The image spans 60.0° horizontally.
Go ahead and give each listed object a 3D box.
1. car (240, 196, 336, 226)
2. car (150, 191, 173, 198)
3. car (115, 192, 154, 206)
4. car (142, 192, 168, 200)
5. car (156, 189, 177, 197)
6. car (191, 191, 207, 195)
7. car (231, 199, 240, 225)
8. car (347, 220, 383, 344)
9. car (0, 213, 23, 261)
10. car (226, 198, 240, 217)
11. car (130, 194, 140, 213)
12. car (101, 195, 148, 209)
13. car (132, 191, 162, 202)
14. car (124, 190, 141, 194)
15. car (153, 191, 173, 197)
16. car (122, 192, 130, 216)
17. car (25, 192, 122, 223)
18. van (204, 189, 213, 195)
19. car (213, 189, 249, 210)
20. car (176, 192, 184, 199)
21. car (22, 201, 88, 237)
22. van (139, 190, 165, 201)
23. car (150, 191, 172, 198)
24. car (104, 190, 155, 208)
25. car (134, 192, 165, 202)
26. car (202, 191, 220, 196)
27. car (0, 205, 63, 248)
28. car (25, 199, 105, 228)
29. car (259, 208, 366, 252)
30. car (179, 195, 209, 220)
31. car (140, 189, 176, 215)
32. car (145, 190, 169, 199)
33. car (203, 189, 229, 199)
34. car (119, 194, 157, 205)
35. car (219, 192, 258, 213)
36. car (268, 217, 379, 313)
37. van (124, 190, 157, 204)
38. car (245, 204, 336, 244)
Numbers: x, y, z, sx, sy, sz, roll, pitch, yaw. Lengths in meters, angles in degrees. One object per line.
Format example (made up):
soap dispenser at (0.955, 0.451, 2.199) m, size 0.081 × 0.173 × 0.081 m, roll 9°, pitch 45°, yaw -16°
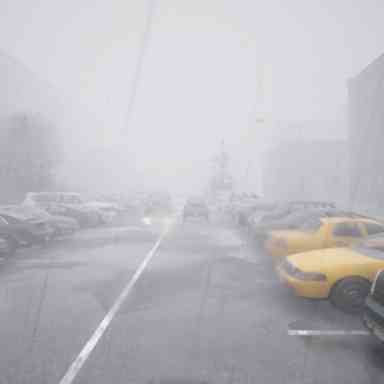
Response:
car at (4.815, 1.220, 15.705) m, size 4.553 × 1.767 × 2.185 m, roll 0°, pitch 1°, yaw 0°
car at (-7.271, 0.571, 79.025) m, size 5.366 × 1.575 × 1.946 m, roll 0°, pitch 1°, yaw 0°
car at (-7.319, 0.879, 42.708) m, size 4.553 × 1.767 × 2.185 m, roll 0°, pitch 1°, yaw 0°
car at (-7.181, 0.741, 65.057) m, size 4.892 × 1.521 × 2.231 m, roll 0°, pitch 1°, yaw 0°
car at (-6.975, 0.191, 90.194) m, size 5.566 × 2.045 × 2.435 m, roll 0°, pitch 1°, yaw 0°
car at (0.391, 1.043, 41.505) m, size 2.128 × 1.511 × 4.902 m, roll 0°, pitch 1°, yaw 0°
car at (4.834, 1.340, 18.644) m, size 4.792 × 1.488 × 2.163 m, roll 0°, pitch 1°, yaw 0°
car at (4.667, 1.355, 3.949) m, size 4.553 × 1.767 × 2.185 m, roll 0°, pitch 1°, yaw 0°
car at (-7.597, 1.442, 9.189) m, size 4.674 × 1.452 × 2.002 m, roll 0°, pitch 1°, yaw 0°
car at (4.823, 1.316, 21.584) m, size 4.674 × 1.452 × 2.002 m, roll 0°, pitch 1°, yaw 0°
car at (-7.401, 1.167, 31.534) m, size 4.792 × 1.488 × 2.163 m, roll 0°, pitch 1°, yaw 0°
car at (-7.420, 1.101, 37.124) m, size 4.792 × 1.488 × 2.163 m, roll 0°, pitch 1°, yaw 0°
car at (-7.299, 0.747, 53.881) m, size 4.553 × 1.767 × 2.185 m, roll 0°, pitch 1°, yaw 0°
car at (-7.442, 0.979, 34.329) m, size 4.553 × 1.767 × 2.185 m, roll 0°, pitch 1°, yaw 0°
car at (-7.094, 0.571, 81.817) m, size 4.792 × 1.488 × 2.163 m, roll 0°, pitch 1°, yaw 0°
car at (-7.504, 1.079, 25.823) m, size 4.553 × 1.767 × 2.185 m, roll 0°, pitch 1°, yaw 0°
car at (-7.484, 1.019, 20.360) m, size 5.566 × 2.045 × 2.435 m, roll 0°, pitch 1°, yaw 0°
van at (5.303, 0.466, 70.829) m, size 4.442 × 1.987 × 1.878 m, roll 0°, pitch 1°, yaw 0°
car at (4.919, 0.920, 30.393) m, size 5.566 × 2.045 × 2.435 m, roll 0°, pitch 1°, yaw 0°
car at (-2.500, 0.696, 70.141) m, size 1.812 × 1.442 × 4.674 m, roll 0°, pitch 1°, yaw 0°
car at (-7.560, 1.337, 14.776) m, size 4.892 × 1.521 × 2.231 m, roll 0°, pitch 1°, yaw 0°
van at (-7.111, 0.581, 59.466) m, size 4.442 × 1.987 × 1.878 m, roll 0°, pitch 1°, yaw 0°
car at (-7.134, 0.637, 76.230) m, size 4.792 × 1.488 × 2.163 m, roll 0°, pitch 1°, yaw 0°
car at (-7.398, 0.787, 39.912) m, size 5.566 × 2.045 × 2.435 m, roll 0°, pitch 1°, yaw 0°
car at (-7.244, 0.841, 56.551) m, size 5.008 × 1.535 × 2.097 m, roll 0°, pitch 1°, yaw 0°
car at (5.354, 0.432, 93.160) m, size 5.008 × 1.535 × 2.097 m, roll 0°, pitch 0°, yaw 0°
car at (-7.569, 1.372, 11.858) m, size 4.892 × 1.521 × 2.231 m, roll 0°, pitch 1°, yaw 0°
car at (-7.528, 1.303, 17.568) m, size 5.008 × 1.535 × 2.097 m, roll 0°, pitch 1°, yaw 0°
car at (4.925, 1.412, 9.830) m, size 5.366 × 1.575 × 1.946 m, roll 0°, pitch 1°, yaw 0°
car at (0.271, 1.239, 24.904) m, size 2.128 × 1.511 × 4.902 m, roll 0°, pitch 1°, yaw 0°
car at (-2.893, 0.908, 29.665) m, size 2.150 × 2.045 × 5.566 m, roll 0°, pitch 1°, yaw 0°
car at (-7.134, 0.581, 67.846) m, size 4.553 × 1.767 × 2.185 m, roll 0°, pitch 1°, yaw 0°
car at (5.235, 0.408, 73.621) m, size 5.566 × 2.045 × 2.435 m, roll 0°, pitch 1°, yaw 0°
car at (-7.358, 1.001, 45.501) m, size 4.792 × 1.488 × 2.163 m, roll 0°, pitch 1°, yaw 0°
car at (4.839, 1.079, 27.582) m, size 4.553 × 1.767 × 2.185 m, roll 0°, pitch 1°, yaw 0°
car at (4.534, 1.447, 6.893) m, size 5.366 × 1.575 × 1.946 m, roll 0°, pitch 1°, yaw 0°
van at (-7.426, 0.713, 48.295) m, size 4.442 × 1.987 × 1.878 m, roll 0°, pitch 1°, yaw 0°
car at (4.769, 1.380, 12.894) m, size 4.892 × 1.521 × 2.231 m, roll 0°, pitch 1°, yaw 0°
